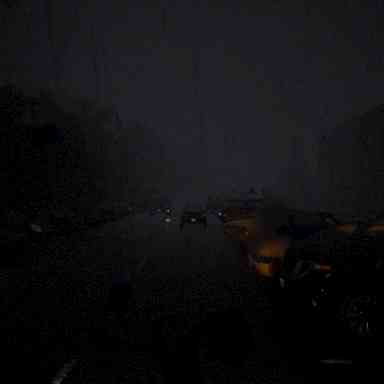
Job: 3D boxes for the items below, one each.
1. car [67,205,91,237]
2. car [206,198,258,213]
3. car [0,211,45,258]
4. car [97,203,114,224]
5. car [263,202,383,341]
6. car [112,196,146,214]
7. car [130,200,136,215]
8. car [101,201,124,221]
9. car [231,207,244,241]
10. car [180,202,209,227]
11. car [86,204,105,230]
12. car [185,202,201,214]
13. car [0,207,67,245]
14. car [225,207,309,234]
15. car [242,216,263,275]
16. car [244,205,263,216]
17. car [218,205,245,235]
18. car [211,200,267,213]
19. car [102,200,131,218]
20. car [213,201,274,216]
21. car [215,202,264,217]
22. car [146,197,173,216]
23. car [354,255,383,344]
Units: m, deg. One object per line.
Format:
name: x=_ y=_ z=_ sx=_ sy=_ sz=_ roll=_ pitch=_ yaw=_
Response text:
car: x=-8.146 y=1.625 z=17.132 sx=5.008 sy=1.535 sz=2.097 roll=0 pitch=0 yaw=0
car: x=4.424 y=1.791 z=37.105 sx=5.008 sy=1.535 sz=2.097 roll=0 pitch=0 yaw=0
car: x=-8.157 y=1.578 z=11.485 sx=5.008 sy=1.535 sz=2.097 roll=0 pitch=0 yaw=0
car: x=-8.180 y=1.704 z=22.903 sx=4.792 sy=1.488 sz=2.163 roll=0 pitch=0 yaw=0
car: x=4.387 y=1.281 z=6.025 sx=5.566 sy=2.045 sz=2.435 roll=0 pitch=0 yaw=0
car: x=-8.091 y=1.717 z=45.502 sx=4.553 sy=1.767 sz=2.185 roll=0 pitch=-1 yaw=0
car: x=-8.146 y=1.747 z=31.375 sx=4.892 sy=1.521 sz=2.231 roll=0 pitch=0 yaw=0
car: x=-8.146 y=1.698 z=25.727 sx=5.008 sy=1.535 sz=2.097 roll=0 pitch=0 yaw=0
car: x=4.602 y=1.601 z=14.500 sx=5.366 sy=1.575 sz=1.946 roll=0 pitch=0 yaw=0
car: x=0.101 y=1.735 z=24.697 sx=1.812 sy=1.442 sz=4.674 roll=0 pitch=0 yaw=0
car: x=-8.156 y=1.649 z=19.955 sx=5.008 sy=1.535 sz=2.097 roll=0 pitch=0 yaw=0
car: x=0.105 y=1.948 z=42.169 sx=1.895 sy=1.301 sz=4.718 roll=0 pitch=0 yaw=0
car: x=-8.182 y=1.476 z=14.310 sx=4.553 sy=1.767 sz=2.185 roll=0 pitch=0 yaw=0
car: x=4.420 y=1.691 z=20.151 sx=4.674 sy=1.452 sz=2.002 roll=0 pitch=0 yaw=0
car: x=4.231 y=1.553 z=8.849 sx=5.366 sy=1.575 sz=1.946 roll=0 pitch=0 yaw=0
car: x=4.385 y=1.454 z=11.676 sx=4.553 sy=1.767 sz=2.185 roll=0 pitch=0 yaw=0
car: x=4.231 y=1.624 z=17.326 sx=5.366 sy=1.575 sz=1.946 roll=0 pitch=0 yaw=0
car: x=4.421 y=1.786 z=31.454 sx=4.674 sy=1.452 sz=2.002 roll=0 pitch=0 yaw=0
car: x=-8.146 y=1.722 z=28.551 sx=5.008 sy=1.535 sz=2.097 roll=0 pitch=-1 yaw=0
car: x=4.415 y=1.763 z=28.628 sx=4.674 sy=1.452 sz=2.002 roll=0 pitch=0 yaw=0
car: x=4.447 y=1.728 z=25.802 sx=4.792 sy=1.488 sz=2.163 roll=0 pitch=0 yaw=0
car: x=-3.341 y=1.530 z=36.881 sx=2.150 sy=2.045 sz=5.566 roll=0 pitch=0 yaw=0
car: x=4.413 y=1.548 z=3.197 sx=4.674 sy=1.452 sz=2.002 roll=0 pitch=0 yaw=0
